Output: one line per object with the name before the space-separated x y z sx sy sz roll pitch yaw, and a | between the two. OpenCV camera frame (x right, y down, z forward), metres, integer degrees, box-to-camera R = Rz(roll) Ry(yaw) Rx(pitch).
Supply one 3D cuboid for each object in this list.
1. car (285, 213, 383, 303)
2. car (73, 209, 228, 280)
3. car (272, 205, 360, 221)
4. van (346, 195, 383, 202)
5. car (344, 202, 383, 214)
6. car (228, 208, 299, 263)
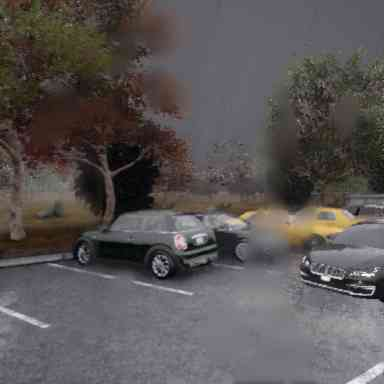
car | 4.653 1.454 8.020 4.892 1.490 1.837 0 0 -35
car | -1.522 1.334 10.038 4.553 1.767 2.185 -1 0 35
car | 3.487 1.416 13.345 5.366 1.575 1.946 -1 -1 35
van | 10.566 1.126 18.551 4.442 1.987 1.878 -1 0 36
car | 5.630 1.399 15.243 5.366 1.575 1.946 -1 0 35
car | 0.888 1.442 11.764 4.892 1.521 2.231 -1 -1 35
